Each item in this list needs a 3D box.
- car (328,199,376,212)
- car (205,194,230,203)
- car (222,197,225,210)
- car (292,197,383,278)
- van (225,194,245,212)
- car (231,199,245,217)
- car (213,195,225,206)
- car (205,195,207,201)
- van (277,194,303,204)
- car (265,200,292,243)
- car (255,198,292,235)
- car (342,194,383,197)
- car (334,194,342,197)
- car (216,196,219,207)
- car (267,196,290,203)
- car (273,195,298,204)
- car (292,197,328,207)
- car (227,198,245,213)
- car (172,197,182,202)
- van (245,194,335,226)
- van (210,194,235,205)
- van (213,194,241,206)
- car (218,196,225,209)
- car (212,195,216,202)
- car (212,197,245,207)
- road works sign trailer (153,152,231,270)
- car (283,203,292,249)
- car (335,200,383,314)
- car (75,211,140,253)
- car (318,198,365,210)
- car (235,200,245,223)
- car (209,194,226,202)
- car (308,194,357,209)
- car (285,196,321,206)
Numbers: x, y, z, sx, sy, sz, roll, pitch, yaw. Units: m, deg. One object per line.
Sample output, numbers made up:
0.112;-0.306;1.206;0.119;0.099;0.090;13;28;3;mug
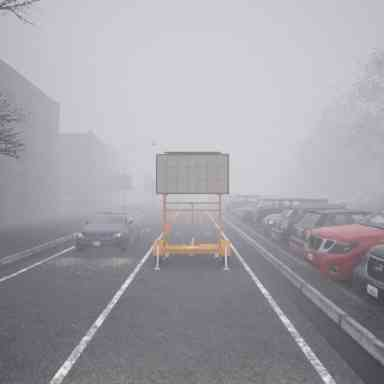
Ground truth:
18.789;1.535;39.281;4.674;1.452;2.002;0;0;0;car
5.792;1.387;75.404;5.566;2.045;2.435;0;0;0;car
5.736;1.520;33.358;4.792;1.488;2.163;0;0;0;car
5.657;1.232;8.129;5.566;2.045;2.435;0;0;0;car
5.588;1.264;30.555;4.442;1.987;1.878;0;0;0;van
5.670;1.518;24.948;4.792;1.488;2.163;0;0;0;car
5.687;1.534;44.569;4.792;1.488;2.163;0;0;0;car
5.772;1.333;66.994;5.566;2.045;2.435;0;0;0;car
18.934;1.346;64.226;4.442;1.987;1.878;0;0;0;van
5.659;1.360;13.735;4.553;1.767;2.185;0;0;0;car
5.724;1.360;16.538;4.553;1.767;2.185;0;0;0;car
18.758;1.241;33.712;5.566;2.045;2.435;0;0;0;car
18.760;1.241;36.374;5.566;2.045;2.435;0;0;0;car
5.706;1.493;38.961;5.008;1.535;2.097;0;0;0;car
18.838;1.657;72.574;4.674;1.452;2.002;0;0;0;car
18.792;1.459;67.006;4.553;1.767;2.185;0;0;0;car
18.798;1.533;53.082;5.008;1.535;2.097;0;0;0;car
5.673;1.519;27.751;4.792;1.488;2.163;0;0;0;car
-3.096;1.725;69.171;1.895;1.301;4.718;0;0;0;car
5.578;1.261;19.342;4.442;1.987;1.878;0;0;0;van
5.617;1.335;61.389;4.442;1.987;1.878;0;0;0;van
5.843;1.315;55.782;4.442;1.987;1.878;0;0;0;van
5.895;1.489;36.161;5.366;1.575;1.946;0;0;0;car
5.714;1.513;47.367;4.892;1.521;2.231;0;0;0;car
5.718;1.531;52.978;5.008;1.535;2.097;0;0;0;car
0.016;0.473;11.049;2.380;3.560;2.880;0;0;1;road works sign trailer
5.656;1.359;10.932;4.553;1.767;2.185;0;0;0;car
5.654;1.232;5.325;5.566;2.045;2.435;0;0;0;car
-3.319;1.535;13.941;1.812;1.442;4.674;0;0;0;car
18.788;1.500;41.942;5.008;1.535;2.097;0;0;0;car
5.692;1.487;22.145;5.008;1.535;2.097;0;0;0;car
5.750;1.270;50.175;5.566;2.045;2.435;0;0;0;car
18.768;1.254;44.729;5.566;2.045;2.435;0;0;0;car
18.621;1.540;55.868;5.366;1.575;1.946;0;0;0;car
